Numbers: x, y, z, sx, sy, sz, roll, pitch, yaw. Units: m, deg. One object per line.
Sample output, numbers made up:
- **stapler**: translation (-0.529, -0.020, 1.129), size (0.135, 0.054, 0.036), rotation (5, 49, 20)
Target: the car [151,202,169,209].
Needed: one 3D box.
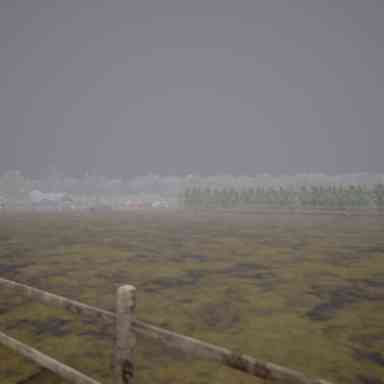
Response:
- **car**: translation (-6.920, 2.884, 72.028), size (1.812, 1.442, 4.674), rotation (-3, -4, 36)

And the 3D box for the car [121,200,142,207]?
- **car**: translation (-12.557, 2.411, 68.938), size (2.097, 1.767, 4.553), rotation (-3, -3, 36)

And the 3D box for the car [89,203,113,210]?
- **car**: translation (-16.181, 2.603, 59.178), size (1.994, 1.385, 4.181), rotation (-3, -3, 36)
